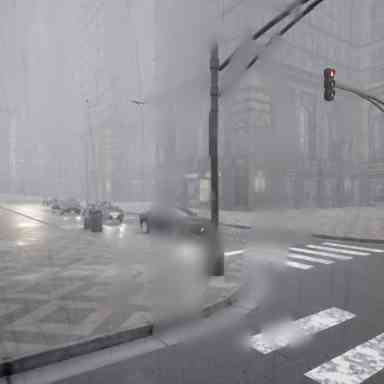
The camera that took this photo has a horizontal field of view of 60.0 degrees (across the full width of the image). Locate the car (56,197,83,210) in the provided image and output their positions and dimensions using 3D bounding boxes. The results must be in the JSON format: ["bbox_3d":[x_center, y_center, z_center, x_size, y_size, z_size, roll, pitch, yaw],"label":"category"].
[{"bbox_3d":[-16.401,1.489,44.262,2.033,1.411,5.357,0,0,-35],"label":"car"}]

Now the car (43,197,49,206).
[{"bbox_3d":[-22.043,1.446,52.076,1.812,1.442,4.674,0,0,-36],"label":"car"}]

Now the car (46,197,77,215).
[{"bbox_3d":[-13.010,1.518,34.093,2.033,1.411,5.357,0,0,-35],"label":"car"}]

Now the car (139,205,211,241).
[{"bbox_3d":[-0.947,1.470,17.175,1.882,1.535,5.008,0,0,-36],"label":"car"}]

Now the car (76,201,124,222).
[{"bbox_3d":[-6.862,1.480,25.462,2.128,1.511,4.902,0,0,-36],"label":"car"}]
